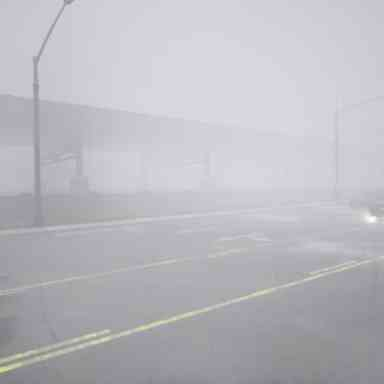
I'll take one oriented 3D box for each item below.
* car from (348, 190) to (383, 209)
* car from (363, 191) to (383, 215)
[{"bbox_3d":[14.820,0.595,27.408,4.892,1.490,1.837,-2,1,-35],"label":"car"},{"bbox_3d":[13.641,0.810,22.193,4.181,1.385,1.994,-3,1,-35],"label":"car"}]
